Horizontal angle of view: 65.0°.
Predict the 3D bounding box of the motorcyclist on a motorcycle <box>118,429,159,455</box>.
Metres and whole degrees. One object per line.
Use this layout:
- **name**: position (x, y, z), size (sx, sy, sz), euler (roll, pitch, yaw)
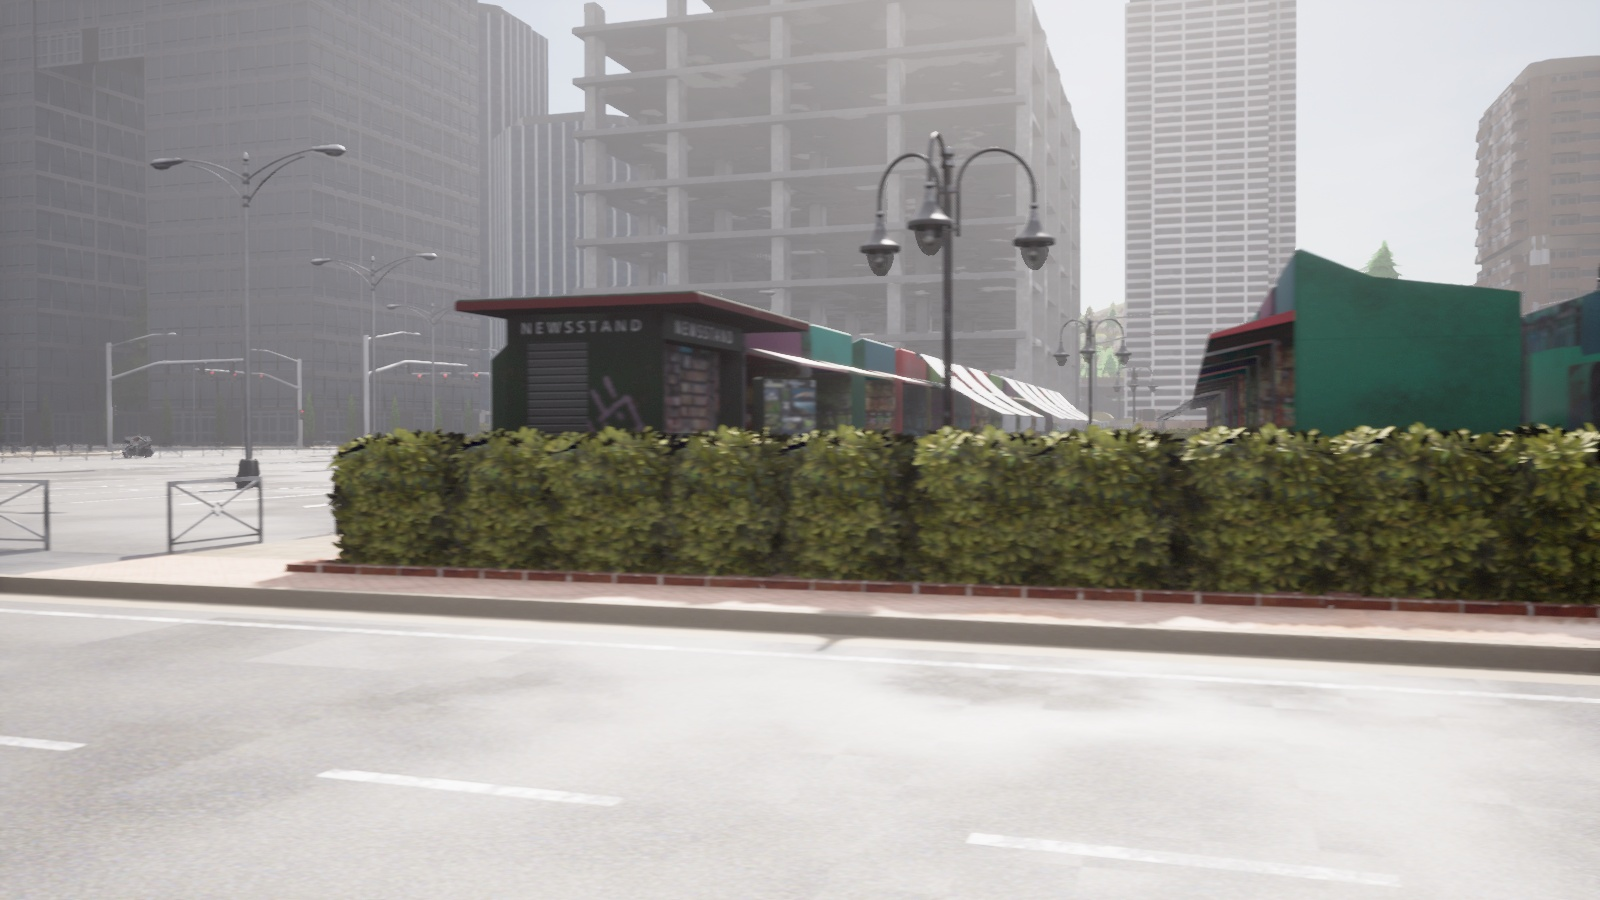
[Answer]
- **motorcyclist on a motorcycle**: position (-39.879, -0.501, 75.720), size (0.866, 1.530, 2.191), euler (0, 1, 17)
